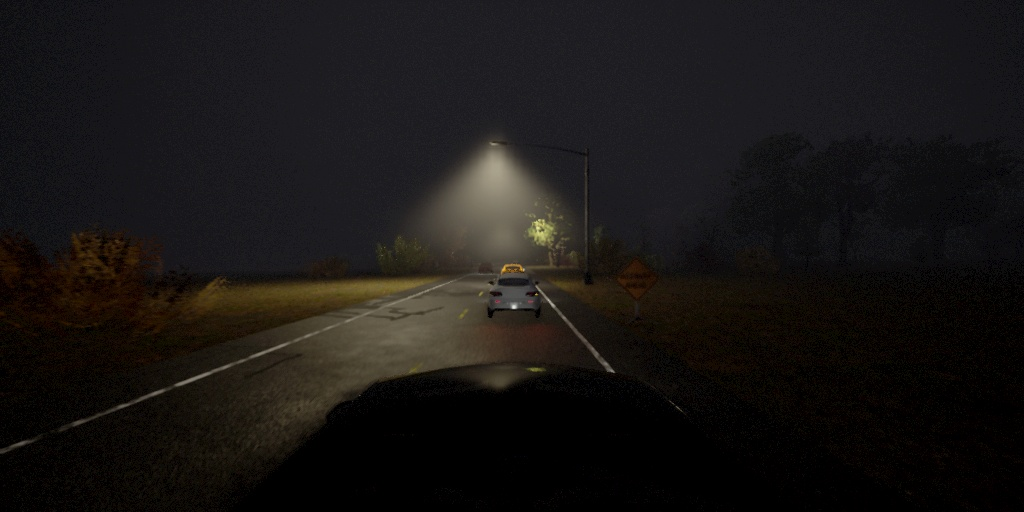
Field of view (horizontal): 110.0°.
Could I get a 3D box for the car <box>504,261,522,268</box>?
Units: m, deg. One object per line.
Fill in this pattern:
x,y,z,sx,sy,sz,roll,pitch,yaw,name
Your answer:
0.075,1.438,29.250,1.882,1.535,5.008,0,0,0,car

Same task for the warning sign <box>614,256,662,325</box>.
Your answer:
3.548,0.931,10.147,1.300,1.860,1.060,0,0,0,warning sign

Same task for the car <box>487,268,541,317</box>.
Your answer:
0.074,1.367,13.573,1.812,1.442,4.674,0,0,0,car

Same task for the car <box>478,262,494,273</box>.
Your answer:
-3.587,1.590,50.035,1.882,1.535,5.008,0,0,0,car
